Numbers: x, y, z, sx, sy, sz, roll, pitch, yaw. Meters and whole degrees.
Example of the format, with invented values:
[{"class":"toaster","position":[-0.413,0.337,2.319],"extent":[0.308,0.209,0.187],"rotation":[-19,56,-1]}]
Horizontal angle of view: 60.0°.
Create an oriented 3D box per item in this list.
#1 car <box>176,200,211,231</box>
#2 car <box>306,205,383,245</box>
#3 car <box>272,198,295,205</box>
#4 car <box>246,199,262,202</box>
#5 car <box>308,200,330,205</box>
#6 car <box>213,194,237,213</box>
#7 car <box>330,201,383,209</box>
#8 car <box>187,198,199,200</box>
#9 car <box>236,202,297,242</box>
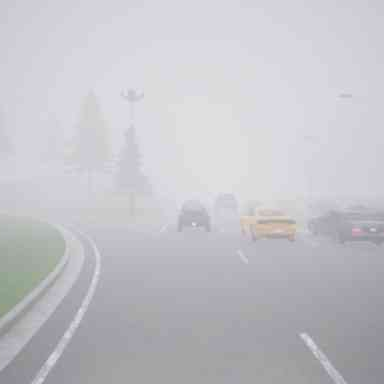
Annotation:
[{"class":"car","position":[0.108,1.485,20.388],"extent":[1.837,1.490,4.892],"rotation":[0,0,0]},{"class":"car","position":[7.106,1.533,15.550],"extent":[2.033,1.411,5.357],"rotation":[0,0,0]},{"class":"car","position":[10.615,1.441,39.019],"extent":[1.882,1.535,5.008],"rotation":[0,0,0]},{"class":"car","position":[7.113,1.528,37.972],"extent":[1.994,1.385,4.181],"rotation":[0,0,0]},{"class":"car","position":[14.111,1.567,35.940],"extent":[1.895,1.301,4.718],"rotation":[0,0,0]},{"class":"car","position":[3.613,1.187,36.683],"extent":[2.150,2.045,5.566],"rotation":[0,0,0]},{"class":"car","position":[10.607,1.459,20.399],"extent":[1.882,1.535,5.008],"rotation":[0,0,0]},{"class":"car","position":[0.114,1.469,37.483],"extent":[1.837,1.490,4.892],"rotation":[0,0,0]},{"class":"car","position":[3.606,1.462,16.384],"extent":[1.882,1.535,5.008],"rotation":[0,0,0]}]
